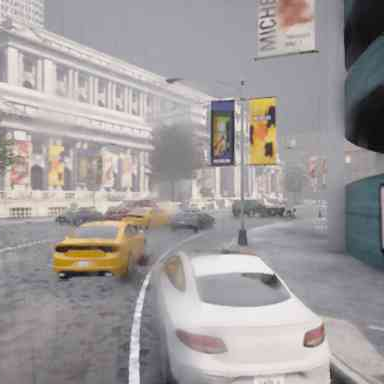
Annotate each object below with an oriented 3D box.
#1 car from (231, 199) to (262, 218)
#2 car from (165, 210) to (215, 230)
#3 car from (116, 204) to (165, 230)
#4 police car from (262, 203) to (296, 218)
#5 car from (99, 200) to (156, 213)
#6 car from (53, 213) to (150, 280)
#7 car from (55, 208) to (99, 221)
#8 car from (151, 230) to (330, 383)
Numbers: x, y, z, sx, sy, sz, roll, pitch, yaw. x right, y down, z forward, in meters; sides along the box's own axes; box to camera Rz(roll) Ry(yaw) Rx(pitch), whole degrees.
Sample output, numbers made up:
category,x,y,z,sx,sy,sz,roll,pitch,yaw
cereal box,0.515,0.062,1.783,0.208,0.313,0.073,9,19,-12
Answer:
category,x,y,z,sx,sy,sz,roll,pitch,yaw
car,6.817,1.890,39.431,2.150,2.045,5.566,-1,-1,39
car,0.120,1.953,23.244,1.994,1.385,4.181,0,-1,22
car,-3.200,1.881,24.501,1.882,1.535,5.008,-1,-1,22
police car,10.468,2.086,38.510,1.930,1.638,5.238,-1,-2,39
car,-5.127,1.696,29.064,2.150,2.045,5.566,-1,-1,29
car,-2.661,1.652,10.593,1.882,1.535,5.008,0,-1,0
car,-9.409,2.013,28.007,1.994,1.385,4.181,0,-1,25
car,0.370,1.618,5.331,1.812,1.442,4.674,0,-1,-8
